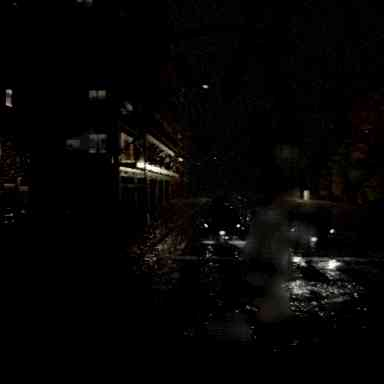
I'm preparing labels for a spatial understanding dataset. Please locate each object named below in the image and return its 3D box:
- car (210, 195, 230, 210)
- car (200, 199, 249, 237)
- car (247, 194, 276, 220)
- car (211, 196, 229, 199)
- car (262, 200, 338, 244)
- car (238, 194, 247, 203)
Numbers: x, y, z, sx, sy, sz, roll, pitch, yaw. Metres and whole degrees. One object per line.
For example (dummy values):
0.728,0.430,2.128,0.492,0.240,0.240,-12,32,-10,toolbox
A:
2.992,1.088,35.477,1.994,1.385,4.181,0,1,5,car
1.466,1.282,16.534,2.033,1.411,5.357,0,1,4,car
5.331,1.108,24.089,1.882,1.535,5.008,0,1,5,car
2.247,1.103,26.302,1.882,1.535,5.008,0,1,5,car
4.576,1.284,14.608,2.033,1.411,5.357,0,1,4,car
6.125,1.086,33.944,1.994,1.385,4.181,0,1,5,car
